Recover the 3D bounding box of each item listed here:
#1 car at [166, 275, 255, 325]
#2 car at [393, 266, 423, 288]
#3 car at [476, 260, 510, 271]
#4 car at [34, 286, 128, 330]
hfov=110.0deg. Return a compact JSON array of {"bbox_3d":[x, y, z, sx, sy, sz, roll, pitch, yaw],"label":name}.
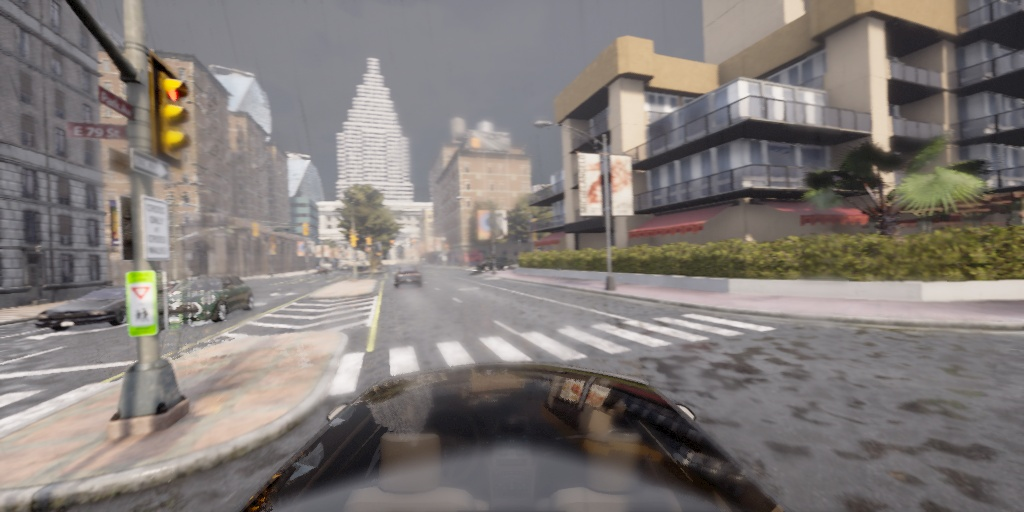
[{"bbox_3d":[-12.003,1.582,14.069,2.097,1.767,4.553,-2,0,-19],"label":"car"},{"bbox_3d":[-7.932,1.544,27.261,2.128,1.511,4.902,-2,0,-19],"label":"car"},{"bbox_3d":[-2.585,1.292,49.981,5.008,1.535,1.882,-2,-1,-32],"label":"car"},{"bbox_3d":[-15.893,1.936,14.624,2.033,1.411,5.357,-2,0,-19],"label":"car"}]
